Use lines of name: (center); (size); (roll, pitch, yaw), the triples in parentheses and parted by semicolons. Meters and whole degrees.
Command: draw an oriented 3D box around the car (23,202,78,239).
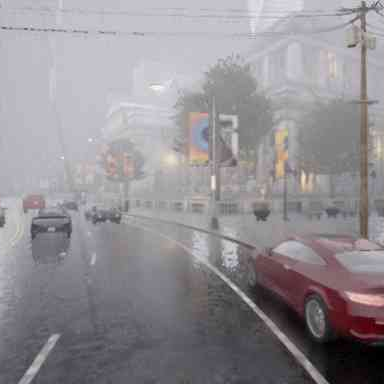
car: (-7.441, 1.518, 17.706); (2.128, 1.511, 4.902); (0, 0, -22)

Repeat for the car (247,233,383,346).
car: (2.530, 1.516, 6.414); (2.002, 1.452, 4.674); (0, 0, -9)

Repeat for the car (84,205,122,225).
car: (-6.610, 1.628, 24.217); (1.895, 1.301, 4.718); (0, 0, -27)

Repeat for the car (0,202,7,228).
car: (-13.571, 1.396, 22.155); (2.097, 1.767, 4.553); (0, 0, -27)

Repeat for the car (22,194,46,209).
car: (-18.016, 1.285, 37.997); (2.150, 2.045, 5.566); (0, 0, -29)

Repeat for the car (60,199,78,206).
car: (-14.631, 1.560, 39.103); (1.837, 1.490, 4.892); (0, 0, -29)
